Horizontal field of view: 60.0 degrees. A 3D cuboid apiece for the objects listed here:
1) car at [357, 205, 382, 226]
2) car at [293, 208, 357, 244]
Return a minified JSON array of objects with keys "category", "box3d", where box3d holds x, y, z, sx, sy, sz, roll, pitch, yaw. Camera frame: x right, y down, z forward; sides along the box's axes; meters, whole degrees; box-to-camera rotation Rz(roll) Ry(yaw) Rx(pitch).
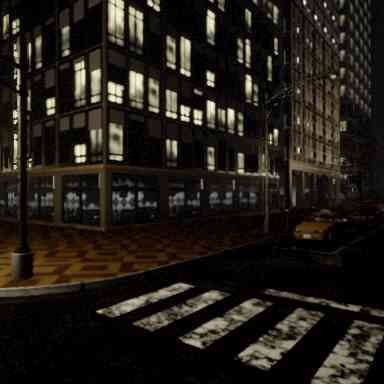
[{"category":"car","box3d":[12.453,1.617,23.756,1.802,1.307,4.206,0,0,38]},{"category":"car","box3d":[6.348,1.557,16.031,1.752,1.417,4.829,0,0,38]}]
